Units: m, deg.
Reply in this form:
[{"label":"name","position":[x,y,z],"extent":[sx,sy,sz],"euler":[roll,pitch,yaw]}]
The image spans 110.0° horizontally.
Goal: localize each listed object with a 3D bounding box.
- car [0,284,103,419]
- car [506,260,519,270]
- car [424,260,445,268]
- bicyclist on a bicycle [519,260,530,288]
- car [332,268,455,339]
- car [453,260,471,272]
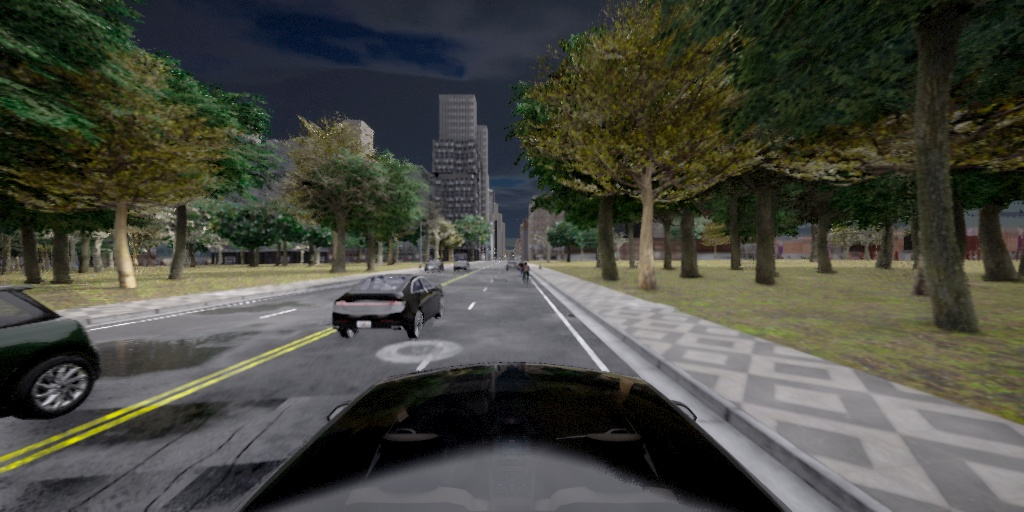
[{"label":"car","position":[-6.599,1.102,2.830],"extent":[2.097,1.767,4.553],"euler":[0,0,0]},{"label":"car","position":[0.118,1.321,53.193],"extent":[2.128,1.511,4.902],"euler":[0,0,0]},{"label":"car","position":[-9.800,1.301,45.510],"extent":[2.128,1.511,4.902],"euler":[0,0,0]},{"label":"bicyclist on a bicycle","position":[0.905,1.218,22.691],"extent":[0.582,1.620,1.656],"euler":[0,0,0]},{"label":"car","position":[-3.145,1.243,10.047],"extent":[2.128,1.511,4.902],"euler":[0,0,0]},{"label":"car","position":[-6.546,1.319,47.163],"extent":[1.837,1.490,4.892],"euler":[0,-1,0]}]
